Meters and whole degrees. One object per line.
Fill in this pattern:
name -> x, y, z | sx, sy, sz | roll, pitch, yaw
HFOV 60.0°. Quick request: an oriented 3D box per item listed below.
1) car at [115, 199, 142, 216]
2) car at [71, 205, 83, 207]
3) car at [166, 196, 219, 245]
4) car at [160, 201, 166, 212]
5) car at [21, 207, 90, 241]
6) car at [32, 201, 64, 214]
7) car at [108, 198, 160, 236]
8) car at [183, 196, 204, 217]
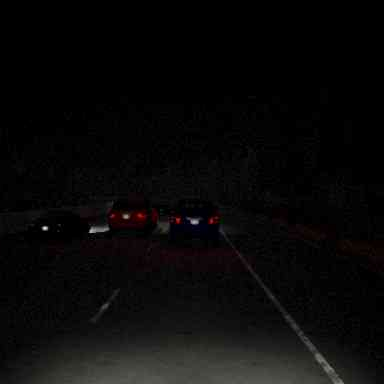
car -> -6.880, 1.628, 36.676 | 2.097, 1.767, 4.553 | 0, -1, 0
car -> -14.068, 1.812, 40.623 | 1.837, 1.490, 4.892 | 0, -1, 0
car -> 0.110, 1.346, 16.334 | 2.150, 2.045, 5.566 | 0, 0, 0
car -> -3.379, 1.820, 39.093 | 1.812, 1.442, 4.674 | 0, 0, 0
car -> -6.889, 1.698, 17.620 | 1.994, 1.385, 4.181 | 0, 0, 0
car -> -17.566, 1.873, 40.774 | 1.994, 1.385, 4.181 | 0, 0, 0
car -> -3.389, 1.373, 19.788 | 2.150, 2.045, 5.566 | 0, 0, 0
car -> 0.120, 1.498, 36.511 | 2.150, 2.045, 5.566 | 0, 0, 0
